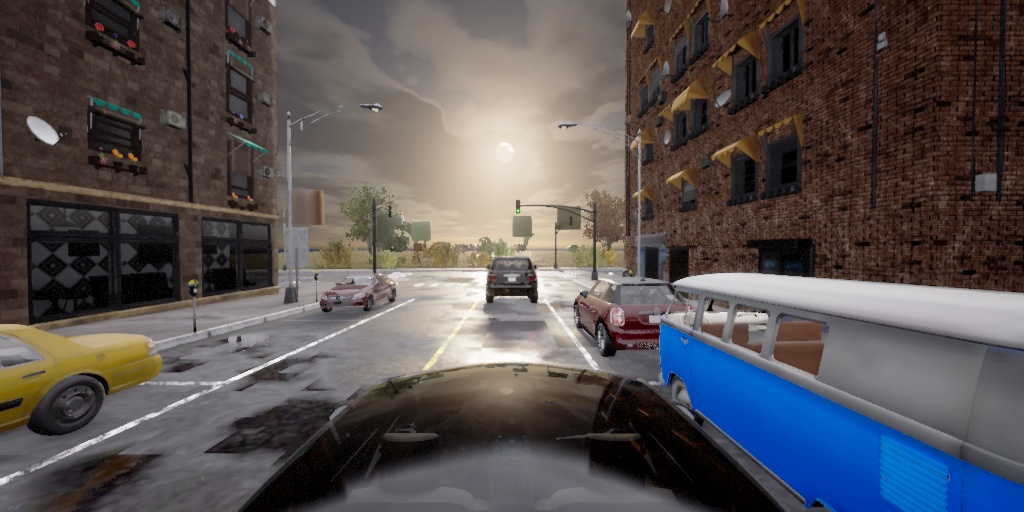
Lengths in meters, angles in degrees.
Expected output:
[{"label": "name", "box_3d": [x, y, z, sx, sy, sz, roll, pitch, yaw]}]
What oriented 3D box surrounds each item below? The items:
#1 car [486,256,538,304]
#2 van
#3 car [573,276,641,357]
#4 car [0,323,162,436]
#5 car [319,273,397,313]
[{"label": "car", "box_3d": [0.000, 1.002, 16.531, 2.150, 2.045, 5.566, 0, 0, 0]}, {"label": "van", "box_3d": [2.689, 1.089, 3.049, 1.690, 1.789, 3.998, 0, 0, 0]}, {"label": "car", "box_3d": [2.689, 1.186, 8.573, 1.967, 1.591, 4.097, 0, 0, 0]}, {"label": "car", "box_3d": [-5.691, 1.274, 2.830, 1.751, 1.417, 4.829, 0, 0, 0]}, {"label": "car", "box_3d": [-5.789, 1.326, 14.042, 1.802, 1.307, 4.207, 0, 0, 0]}]
